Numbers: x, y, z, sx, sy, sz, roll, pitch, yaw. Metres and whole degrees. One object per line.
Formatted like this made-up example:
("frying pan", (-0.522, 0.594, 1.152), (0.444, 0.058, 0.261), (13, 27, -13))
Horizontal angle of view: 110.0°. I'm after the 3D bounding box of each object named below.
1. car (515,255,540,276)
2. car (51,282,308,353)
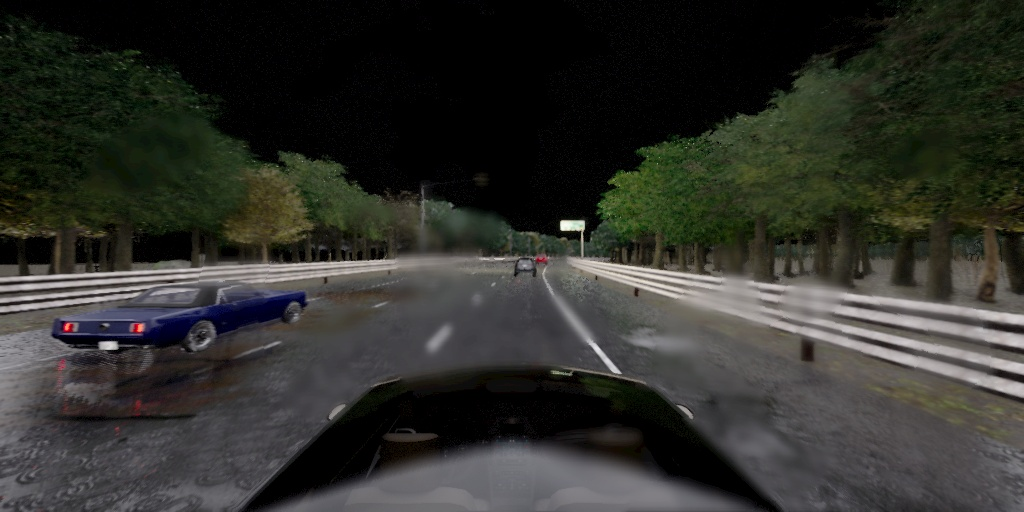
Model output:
("car", (1.345, 0.937, 33.852), (2.033, 1.649, 4.856), (0, 0, 5))
("car", (-7.048, 1.272, 8.538), (1.895, 1.301, 4.718), (0, 0, 1))
